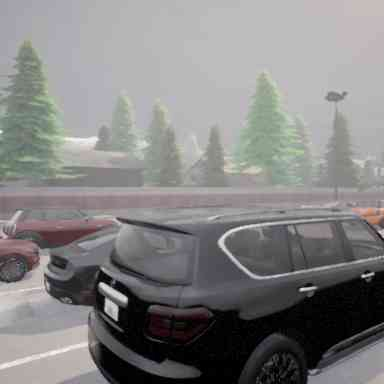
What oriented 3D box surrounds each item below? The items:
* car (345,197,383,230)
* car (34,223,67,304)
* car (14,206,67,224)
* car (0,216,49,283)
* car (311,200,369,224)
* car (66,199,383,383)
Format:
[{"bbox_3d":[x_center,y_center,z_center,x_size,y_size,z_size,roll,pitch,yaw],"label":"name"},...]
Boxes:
[{"bbox_3d":[11.837,1.231,20.784,4.553,1.767,2.097,0,0,-36],"label":"car"},{"bbox_3d":[-0.682,1.484,7.557,4.892,1.490,1.837,0,0,-36],"label":"car"},{"bbox_3d":[-4.906,1.332,13.143,4.553,1.767,2.097,0,0,-35],"label":"car"},{"bbox_3d":[-6.180,1.529,7.953,4.674,1.442,1.812,0,0,-36],"label":"car"},{"bbox_3d":[10.941,1.397,24.463,4.674,1.442,1.812,0,0,-36],"label":"car"},{"bbox_3d":[1.411,1.200,4.753,5.566,2.045,2.150,0,0,-36],"label":"car"}]
